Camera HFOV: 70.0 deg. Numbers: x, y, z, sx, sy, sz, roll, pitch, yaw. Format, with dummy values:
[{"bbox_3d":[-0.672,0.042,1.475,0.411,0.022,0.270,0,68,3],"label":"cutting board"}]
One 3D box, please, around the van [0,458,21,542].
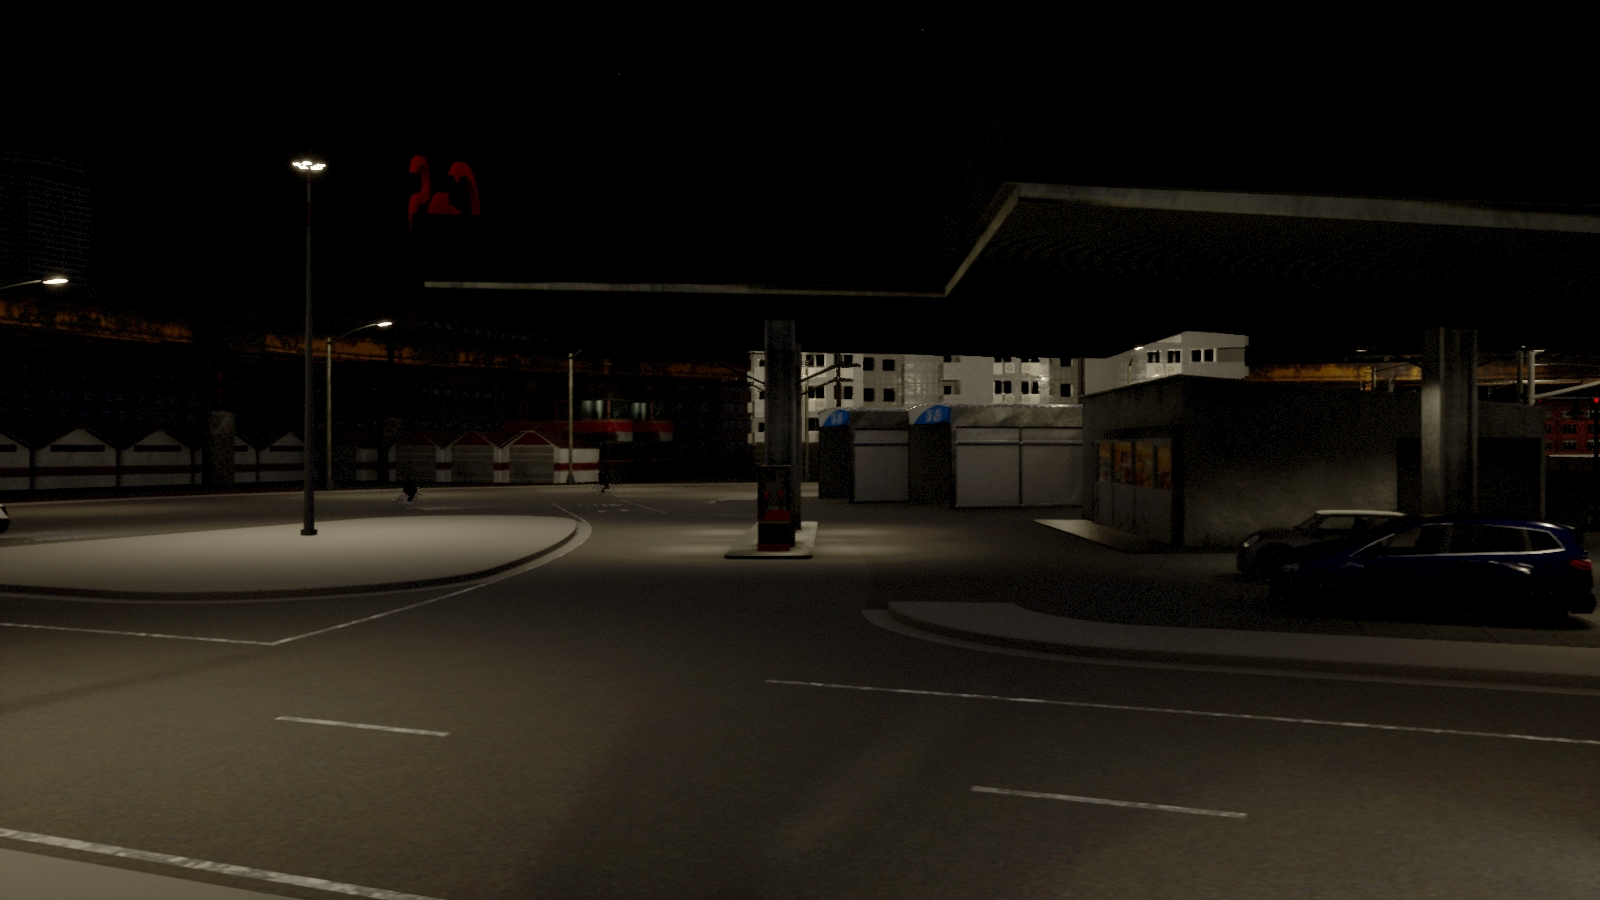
[{"bbox_3d":[-26.093,1.534,32.955,1.988,2.561,5.915,0,0,20],"label":"van"}]
